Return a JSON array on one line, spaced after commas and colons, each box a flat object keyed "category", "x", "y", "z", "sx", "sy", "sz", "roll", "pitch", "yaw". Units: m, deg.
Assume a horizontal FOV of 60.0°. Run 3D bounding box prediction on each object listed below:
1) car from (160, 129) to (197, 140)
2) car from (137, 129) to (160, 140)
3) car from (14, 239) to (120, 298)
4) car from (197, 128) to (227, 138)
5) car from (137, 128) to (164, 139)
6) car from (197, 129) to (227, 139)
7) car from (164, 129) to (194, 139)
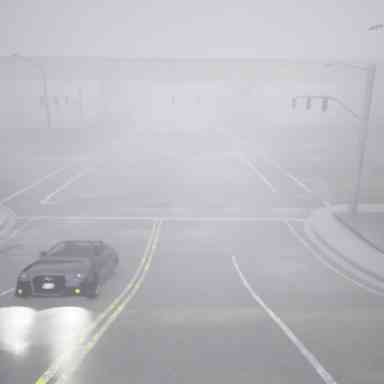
[{"category": "car", "x": -2.143, "y": -9.348, "z": 53.976, "sx": 4.974, "sy": 1.542, "sz": 2.038, "roll": -11, "pitch": 19, "yaw": -34}, {"category": "car", "x": -6.751, "y": -9.365, "z": 54.039, "sx": 4.974, "sy": 1.542, "sz": 2.038, "roll": 15, "pitch": 21, "yaw": 42}, {"category": "car", "x": -3.549, "y": 2.181, "z": 10.204, "sx": 1.994, "sy": 1.385, "sz": 4.181, "roll": 0, "pitch": -1, "yaw": 0}, {"category": "car", "x": 3.191, "y": -9.696, "z": 54.632, "sx": 4.536, "sy": 1.218, "sz": 1.853, "roll": 9, "pitch": 18, "yaw": 28}, {"category": "car", "x": -6.788, "y": -9.527, "z": 54.032, "sx": 4.536, "sy": 1.218, "sz": 1.853, "roll": 15, "pitch": 21, "yaw": 42}, {"category": "car", "x": 3.236, "y": -9.538, "z": 54.651, "sx": 4.974, "sy": 1.542, "sz": 2.038, "roll": 9, "pitch": 18, "yaw": 28}, {"category": "car", "x": -2.101, "y": -9.508, "z": 53.963, "sx": 4.536, "sy": 1.218, "sz": 1.853, "roll": -11, "pitch": 19, "yaw": -34}]
